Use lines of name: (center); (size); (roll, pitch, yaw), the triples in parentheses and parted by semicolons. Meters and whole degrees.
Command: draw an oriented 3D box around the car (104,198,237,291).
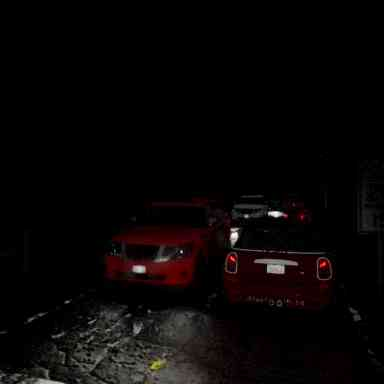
car: (-0.301, 1.222, 9.560); (2.150, 2.045, 5.566); (0, 1, 17)

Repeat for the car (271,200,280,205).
car: (9.945, 1.628, 41.767); (1.895, 1.301, 4.718); (0, 0, 18)

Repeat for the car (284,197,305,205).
car: (11.239, 1.377, 36.567); (2.097, 1.767, 4.553); (0, 0, 18)

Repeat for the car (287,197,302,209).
car: (14.241, 1.508, 46.212); (1.882, 1.535, 5.008); (0, 0, 18)

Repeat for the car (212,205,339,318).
car: (2.090, 1.357, 7.788); (2.097, 1.767, 4.553); (0, 0, 18)

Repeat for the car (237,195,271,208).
car: (4.357, 1.238, 24.423); (2.150, 2.045, 5.566); (0, 0, 17)
